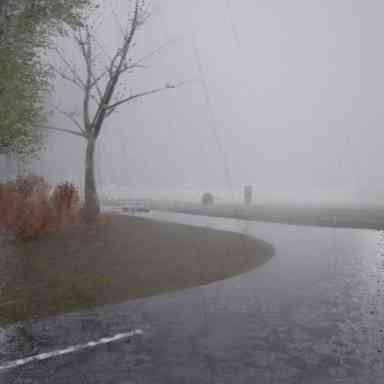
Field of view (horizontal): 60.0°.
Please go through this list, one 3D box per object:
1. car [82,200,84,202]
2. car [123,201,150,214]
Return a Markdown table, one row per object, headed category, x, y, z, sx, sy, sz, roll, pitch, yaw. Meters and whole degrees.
| category | x | y | z | sx | sy | sz | roll | pitch | yaw |
| --- | --- | --- | --- | --- | --- | --- | --- | --- | --- |
| car | -17.655 | 1.804 | 57.081 | 1.994 | 1.385 | 4.181 | 0 | 0 | -31 |
| car | -6.479 | 1.779 | 38.509 | 1.994 | 1.385 | 4.181 | 0 | 0 | -31 |
